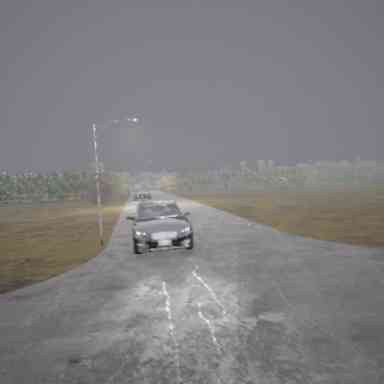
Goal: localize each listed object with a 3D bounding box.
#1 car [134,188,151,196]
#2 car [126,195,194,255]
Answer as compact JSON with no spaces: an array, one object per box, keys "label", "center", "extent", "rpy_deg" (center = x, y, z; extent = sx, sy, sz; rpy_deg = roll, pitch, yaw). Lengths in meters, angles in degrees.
[{"label":"car","center":[-5.984,0.270,39.945],"extent":[1.994,1.385,4.181],"rpy_deg":[-4,2,-10]},{"label":"car","center":[-1.184,1.066,11.687],"extent":[2.128,1.511,4.902],"rpy_deg":[-4,3,-10]}]
